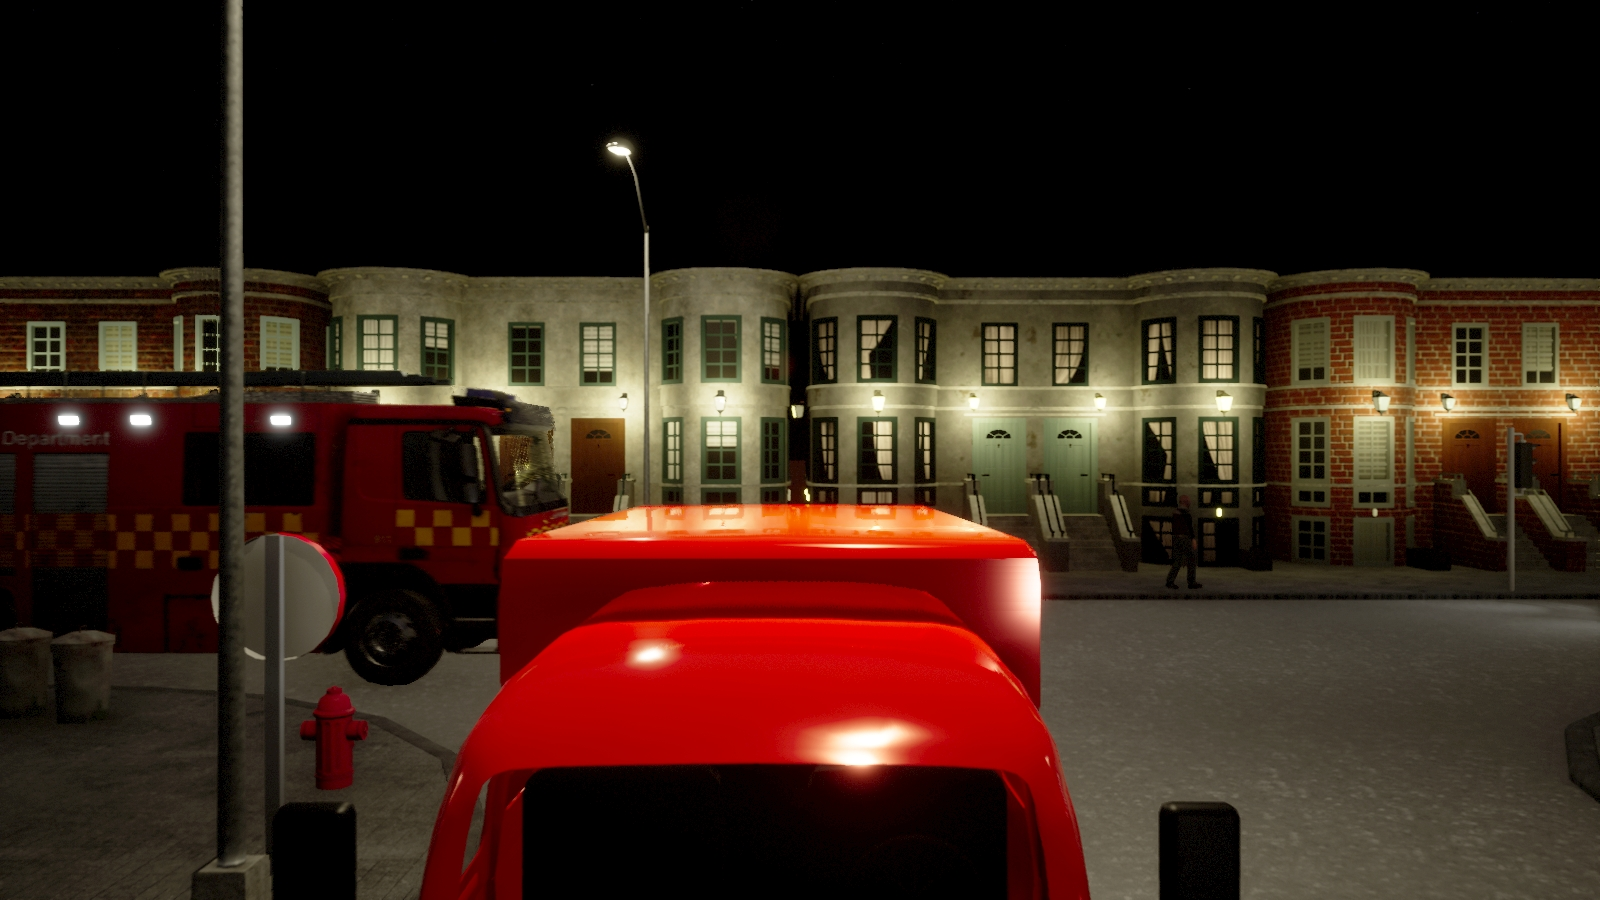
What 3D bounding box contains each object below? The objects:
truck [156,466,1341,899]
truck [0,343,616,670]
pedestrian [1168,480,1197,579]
[{"bbox_3d":[-0.117,1.343,5.135,2.627,2.467,5.204,0,0,0],"label":"truck"},{"bbox_3d":[-6.876,0.660,14.878,8.468,3.827,2.891,0,0,1],"label":"truck"},{"bbox_3d":[7.313,1.510,21.851,0.375,1.860,0.375,0,0,-11],"label":"pedestrian"}]
